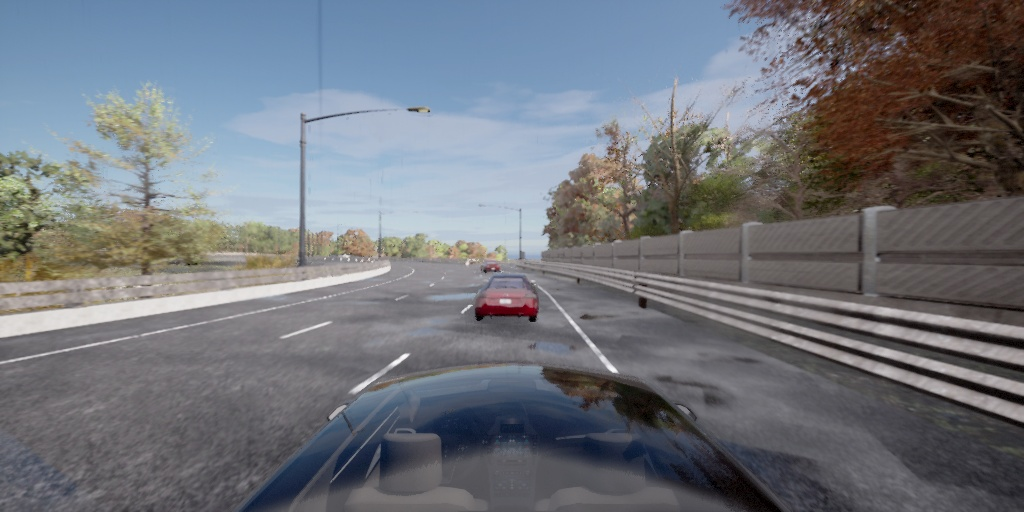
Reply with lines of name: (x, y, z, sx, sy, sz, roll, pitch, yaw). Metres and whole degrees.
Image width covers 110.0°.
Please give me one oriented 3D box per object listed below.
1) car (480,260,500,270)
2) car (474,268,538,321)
car: (-2.502, 1.210, 41.154, 1.812, 1.442, 4.674, 1, 0, -12)
car: (-0.119, 1.303, 12.512, 1.994, 1.385, 4.181, 1, 0, 2)
